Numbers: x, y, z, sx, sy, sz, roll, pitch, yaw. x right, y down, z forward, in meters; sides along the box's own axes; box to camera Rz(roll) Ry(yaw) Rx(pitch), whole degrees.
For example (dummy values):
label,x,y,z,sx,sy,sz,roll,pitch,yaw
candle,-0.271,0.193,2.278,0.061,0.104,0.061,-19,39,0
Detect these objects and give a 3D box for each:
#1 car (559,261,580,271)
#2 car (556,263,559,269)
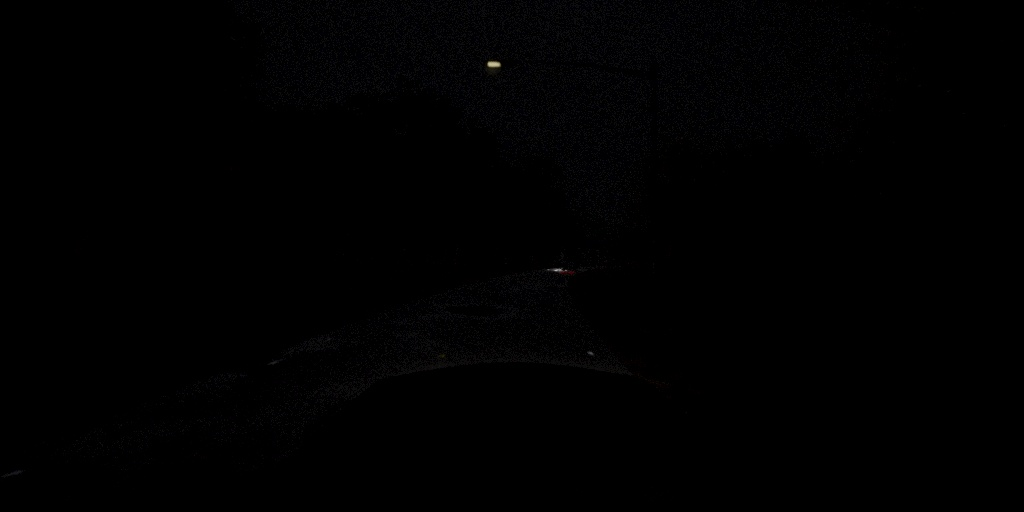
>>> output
label,x,y,z,sx,sy,sz,roll,pitch,yaw
car,8.652,1.493,52.185,1.895,1.301,4.718,0,0,19
car,9.100,1.545,62.414,1.895,1.301,4.718,0,0,23
